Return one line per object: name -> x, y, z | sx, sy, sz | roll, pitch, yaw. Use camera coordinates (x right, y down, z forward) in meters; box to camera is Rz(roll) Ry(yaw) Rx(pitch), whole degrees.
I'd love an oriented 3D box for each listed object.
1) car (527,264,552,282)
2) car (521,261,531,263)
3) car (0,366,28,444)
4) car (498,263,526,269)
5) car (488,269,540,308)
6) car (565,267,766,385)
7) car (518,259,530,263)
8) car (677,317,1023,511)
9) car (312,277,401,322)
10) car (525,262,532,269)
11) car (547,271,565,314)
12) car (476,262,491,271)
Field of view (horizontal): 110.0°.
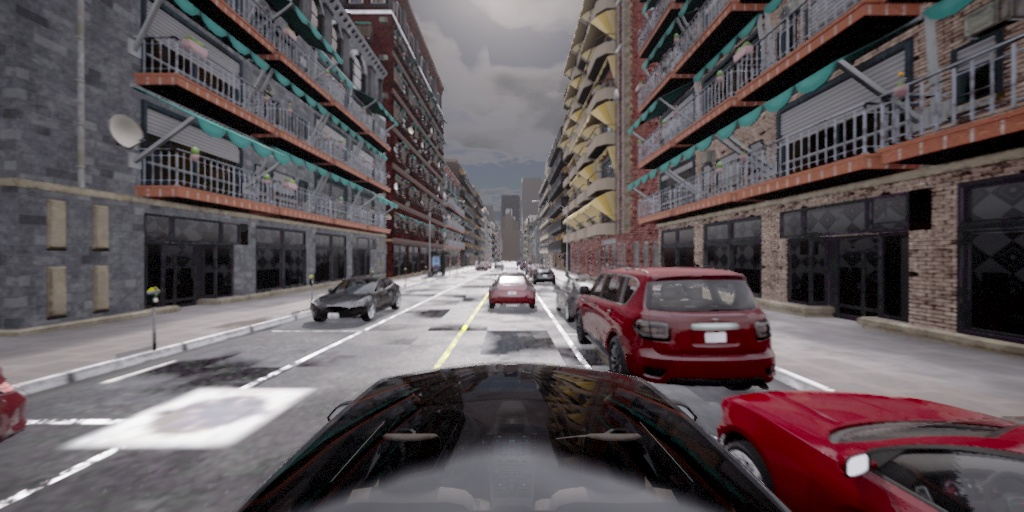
car -> 2.546, 1.578, 29.471 | 1.948, 1.339, 4.313 | 0, 0, 0
car -> 2.555, 1.728, 46.464 | 2.007, 1.370, 4.403 | 0, 0, 0
car -> -5.316, 1.330, 1.534 | 1.802, 1.307, 4.207 | 0, 0, 0
car -> 0.021, 1.555, 31.223 | 1.812, 1.442, 4.674 | 0, 0, 0
car -> 0.012, 1.449, 16.139 | 1.994, 1.385, 4.181 | 0, 0, 0
car -> 2.534, 1.112, 6.815 | 2.192, 1.841, 5.009 | 0, 0, 0
car -> 2.587, 1.659, 63.456 | 2.192, 1.841, 5.009 | 0, 0, 0
car -> 2.531, 1.290, 1.152 | 1.888, 1.381, 4.507 | 0, 0, 0
car -> -5.310, 1.419, 12.836 | 1.948, 1.339, 4.313 | 0, 0, 0
car -> 2.549, 1.612, 35.136 | 1.888, 1.381, 4.507 | 0, 0, 0
car -> 2.537, 1.401, 12.479 | 2.007, 1.370, 4.403 | 0, 0, 0
car -> -5.283, 1.787, 63.694 | 1.967, 1.591, 4.097 | 0, 0, 0
